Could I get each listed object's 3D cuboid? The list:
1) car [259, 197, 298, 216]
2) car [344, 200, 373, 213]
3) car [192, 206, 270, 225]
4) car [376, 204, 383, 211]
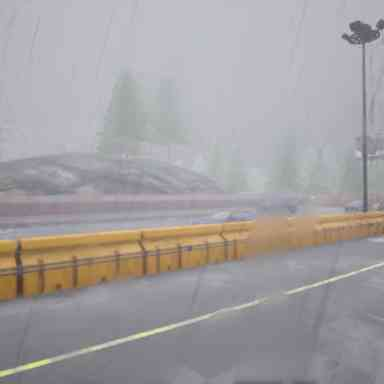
[{"bbox_3d":[10.138,1.628,38.953,5.566,2.045,2.150,1,-1,-39],"label":"car"},{"bbox_3d":[21.969,1.868,43.842,5.008,1.535,1.882,1,-1,-38],"label":"car"},{"bbox_3d":[2.062,1.741,18.905,4.674,1.442,1.812,1,-1,-39],"label":"car"},{"bbox_3d":[25.140,1.889,41.873,4.674,1.442,1.812,0,-1,-38],"label":"car"}]
